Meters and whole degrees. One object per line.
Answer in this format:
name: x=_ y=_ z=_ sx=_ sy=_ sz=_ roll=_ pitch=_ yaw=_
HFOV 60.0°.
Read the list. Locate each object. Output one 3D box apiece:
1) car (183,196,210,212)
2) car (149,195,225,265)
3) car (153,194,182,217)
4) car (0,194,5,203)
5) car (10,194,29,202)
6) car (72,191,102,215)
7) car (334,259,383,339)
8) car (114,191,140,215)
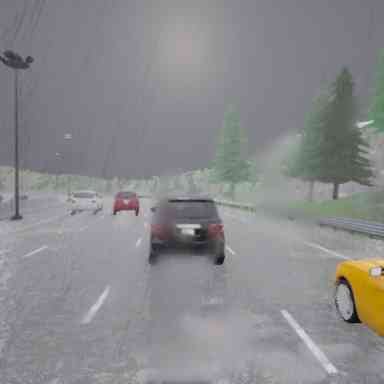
car: x=0.404 y=1.203 z=34.214 sx=1.812 sy=1.442 sz=4.674 roll=0 pitch=1 yaw=-11
car: x=-0.252 y=1.114 z=11.438 sx=2.150 sy=2.045 sz=5.566 roll=0 pitch=1 yaw=-3
car: x=-2.224 y=1.080 z=28.778 sx=2.097 sy=1.767 sz=4.553 roll=0 pitch=0 yaw=-9
car: x=-28.601 y=1.057 z=48.175 sx=1.837 sy=1.490 sz=4.892 roll=0 pitch=1 yaw=-17
car: x=-25.030 y=1.040 z=48.497 sx=2.128 sy=1.511 sz=4.902 roll=0 pitch=1 yaw=-17
car: x=-9.508 y=0.939 z=30.343 sx=2.150 sy=2.045 sz=5.566 roll=0 pitch=1 yaw=-10
car: x=3.500 y=1.438 z=3.984 sx=1.882 sy=1.535 sz=5.008 roll=0 pitch=1 yaw=-1
car: x=-5.954 y=0.938 z=30.369 sx=2.150 sy=2.045 sz=5.566 roll=0 pitch=1 yaw=-10
